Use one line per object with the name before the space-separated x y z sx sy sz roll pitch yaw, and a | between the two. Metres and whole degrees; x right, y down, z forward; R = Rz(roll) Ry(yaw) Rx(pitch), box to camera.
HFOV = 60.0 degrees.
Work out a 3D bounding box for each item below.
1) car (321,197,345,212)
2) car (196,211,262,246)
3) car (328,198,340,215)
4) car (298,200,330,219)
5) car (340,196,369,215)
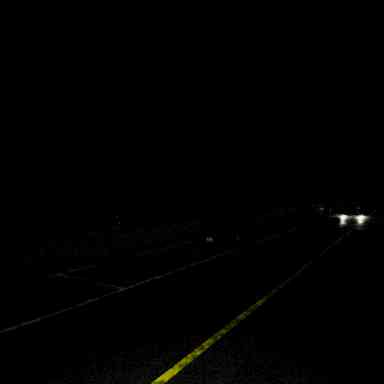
car | 16.497 1.441 38.830 1.967 1.590 4.097 0 0 32
car | 1.865 1.566 15.398 1.947 1.339 4.313 0 0 32
car | 13.571 1.566 34.144 1.947 1.339 4.313 0 0 32
car | 10.644 1.582 29.458 1.802 1.307 4.206 0 0 32
car | 16.529 1.478 33.970 1.882 1.535 5.008 0 0 32
